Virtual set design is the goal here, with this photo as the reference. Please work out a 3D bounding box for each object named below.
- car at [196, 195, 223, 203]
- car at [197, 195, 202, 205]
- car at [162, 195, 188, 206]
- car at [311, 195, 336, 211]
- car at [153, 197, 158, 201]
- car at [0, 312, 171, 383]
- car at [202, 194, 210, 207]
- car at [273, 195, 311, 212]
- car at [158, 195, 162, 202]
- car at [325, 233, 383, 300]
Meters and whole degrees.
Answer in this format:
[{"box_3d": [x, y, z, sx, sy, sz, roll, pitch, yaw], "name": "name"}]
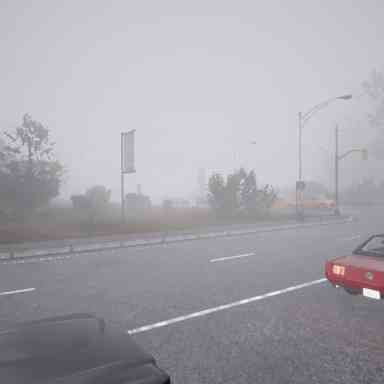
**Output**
[{"box_3d": [3.211, 1.270, 61.838, 2.033, 1.411, 5.357, -1, 0, -39], "name": "car"}, {"box_3d": [2.685, 1.131, 51.037, 2.097, 1.767, 4.553, -1, 0, -39], "name": "car"}, {"box_3d": [-2.340, 1.373, 51.697, 1.994, 1.385, 4.181, -1, 0, -39], "name": "car"}, {"box_3d": [13.779, 1.122, 37.252, 2.097, 1.767, 4.553, -1, 0, -39], "name": "car"}, {"box_3d": [-6.677, 1.326, 74.030, 1.895, 1.301, 4.718, -1, 0, -38], "name": "car"}, {"box_3d": [-2.416, 1.601, 2.013, 4.718, 1.301, 1.895, 0, 0, -36], "name": "car"}, {"box_3d": [3.972, 1.282, 43.847, 1.882, 1.535, 5.008, -1, 0, -39], "name": "car"}, {"box_3d": [9.941, 1.278, 36.437, 1.882, 1.535, 5.008, -1, 0, -39], "name": "car"}, {"box_3d": [-3.501, 1.384, 58.756, 1.895, 1.301, 4.718, -1, 0, -38], "name": "car"}, {"box_3d": [5.107, 1.570, 7.407, 4.718, 1.301, 1.895, 0, 0, -36], "name": "car"}]
